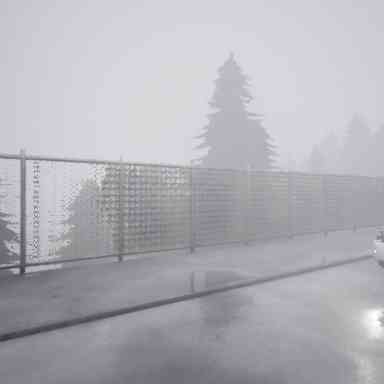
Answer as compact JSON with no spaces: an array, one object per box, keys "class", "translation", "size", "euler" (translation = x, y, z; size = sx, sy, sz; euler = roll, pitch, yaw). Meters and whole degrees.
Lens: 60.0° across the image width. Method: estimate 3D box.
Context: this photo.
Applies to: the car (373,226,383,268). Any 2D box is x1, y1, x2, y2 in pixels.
[{"class":"car","translation":[7.814,1.264,10.180],"size":[5.566,2.045,2.150],"euler":[0,0,-35]}]
